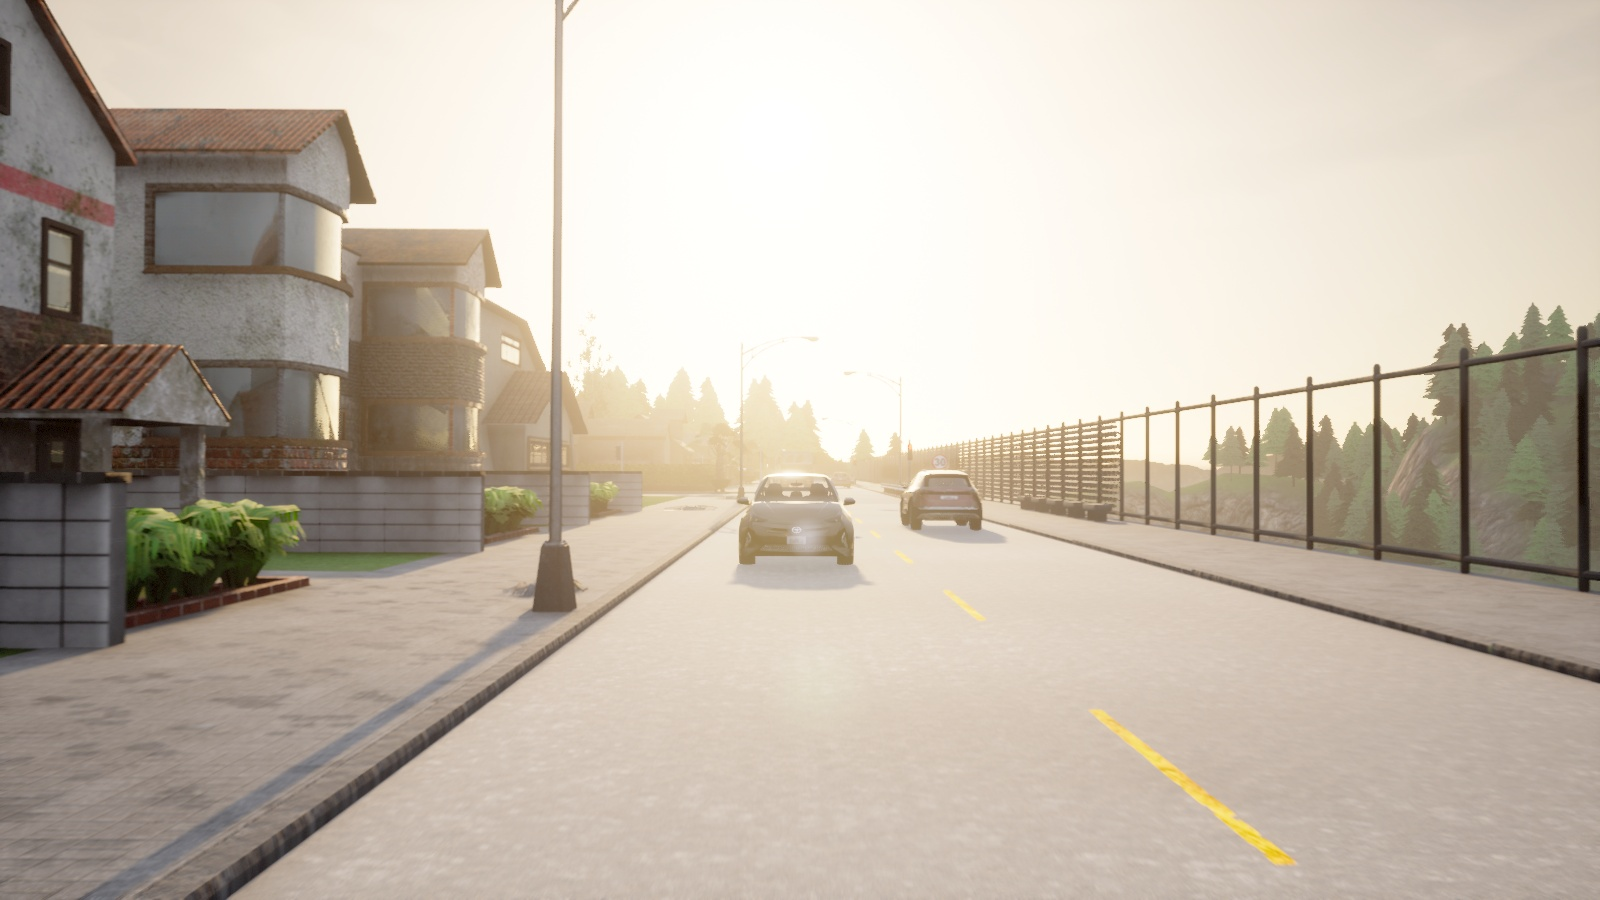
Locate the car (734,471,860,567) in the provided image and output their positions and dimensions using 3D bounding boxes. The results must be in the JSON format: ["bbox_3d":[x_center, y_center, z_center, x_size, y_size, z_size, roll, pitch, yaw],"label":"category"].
[{"bbox_3d":[-0.054,1.134,22.237,2.007,1.525,4.514,0,-1,0],"label":"car"}]

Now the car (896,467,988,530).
[{"bbox_3d":[3.914,1.321,35.344,2.033,1.649,4.856,0,-1,0],"label":"car"}]
